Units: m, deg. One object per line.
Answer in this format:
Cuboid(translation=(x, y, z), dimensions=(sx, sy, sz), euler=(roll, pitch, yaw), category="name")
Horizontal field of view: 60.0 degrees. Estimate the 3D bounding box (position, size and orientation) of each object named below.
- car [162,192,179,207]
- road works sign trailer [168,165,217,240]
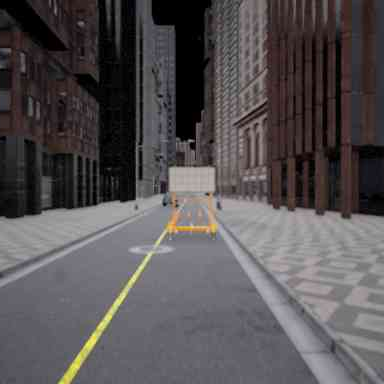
Cuboid(translation=(-3.069, 1.073, 48.330), dimensions=(2.150, 2.045, 5.566), euler=(0, 0, 0), category="car")
Cuboid(translation=(0.004, 0.438, 16.664), dimensions=(2.380, 3.560, 2.880), euler=(0, 0, 0), category="road works sign trailer")
